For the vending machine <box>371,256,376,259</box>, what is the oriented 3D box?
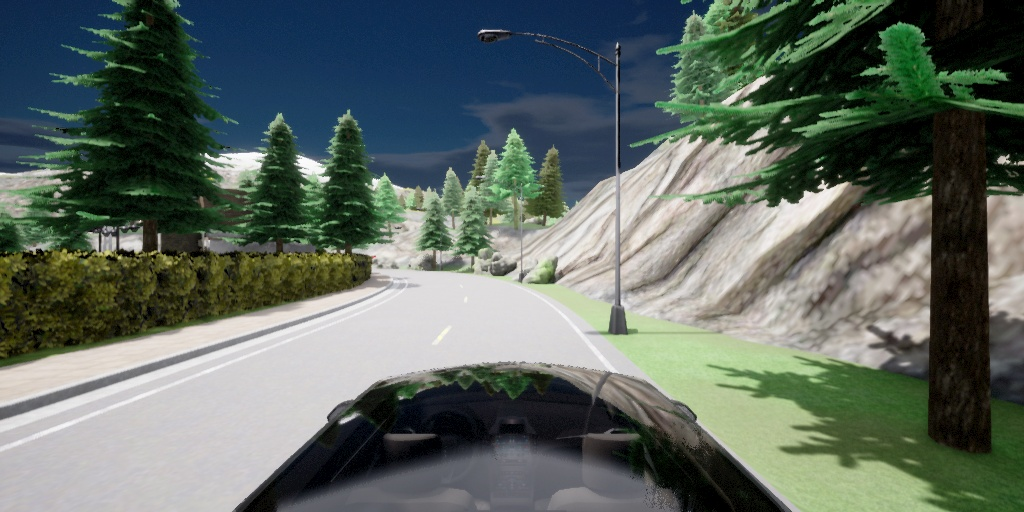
[{"bbox_3d":[-21.962,0.939,56.050,0.880,2.100,1.100,0,0,19],"label":"vending machine"}]
